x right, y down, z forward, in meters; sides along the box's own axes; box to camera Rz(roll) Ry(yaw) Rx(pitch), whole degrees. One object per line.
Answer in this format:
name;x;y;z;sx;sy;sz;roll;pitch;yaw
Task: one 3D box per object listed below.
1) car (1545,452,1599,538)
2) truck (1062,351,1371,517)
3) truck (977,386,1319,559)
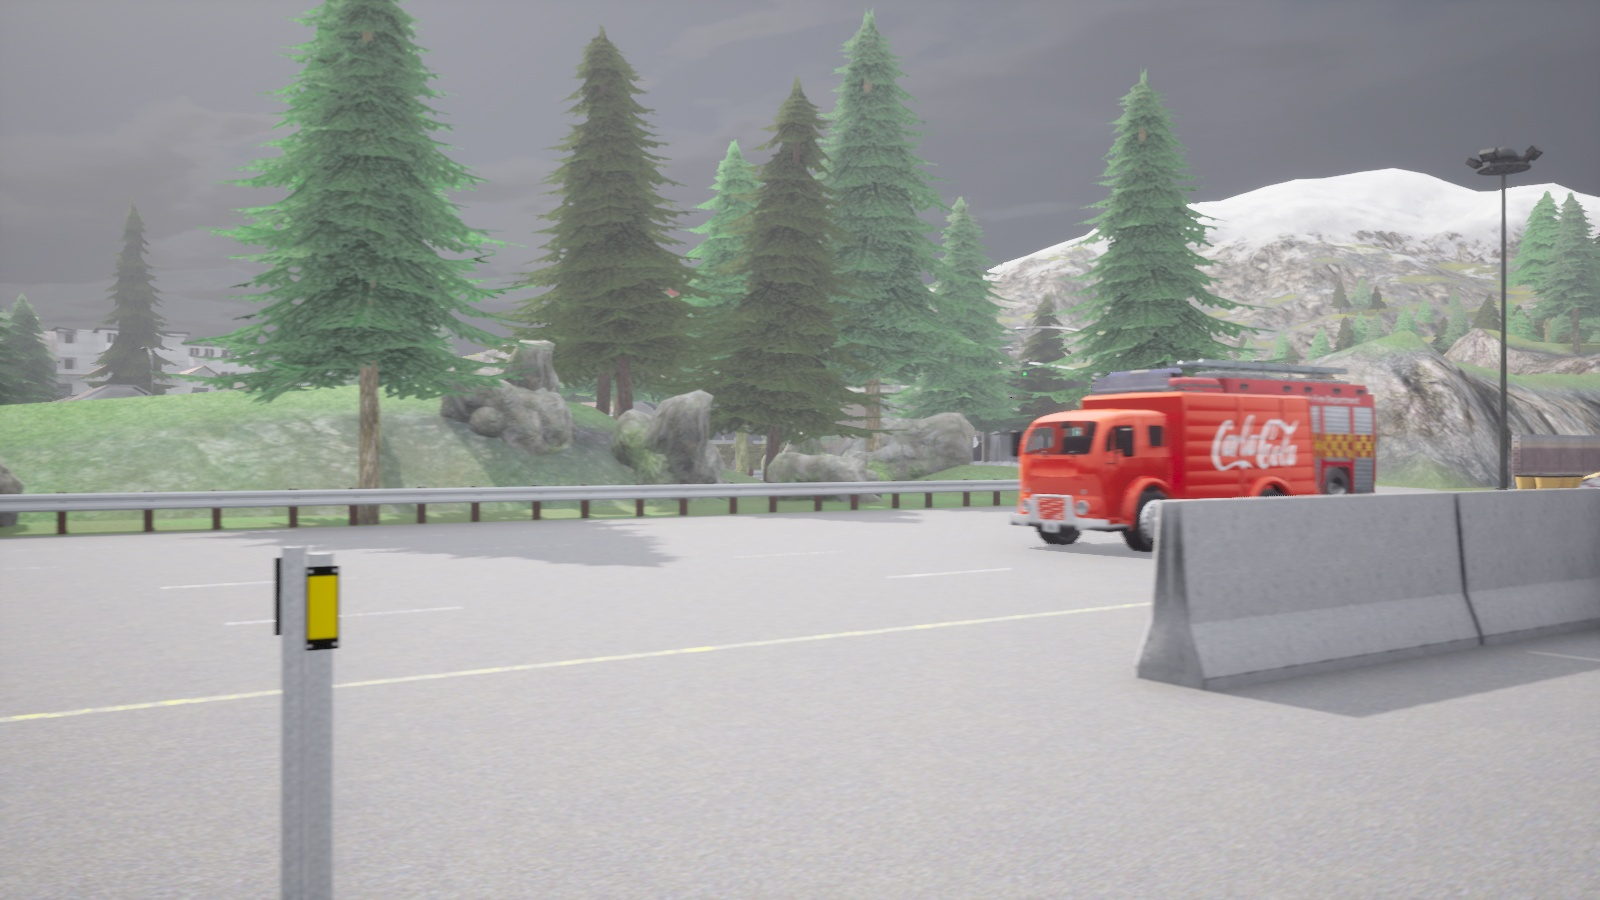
car;15.469;0.782;22.952;3.633;1.501;1.845;0;0;-35
truck;10.898;-0.363;32.469;8.468;3.827;2.891;0;0;-33
truck;5.719;0.285;20.433;5.204;2.467;2.627;-1;0;-35
